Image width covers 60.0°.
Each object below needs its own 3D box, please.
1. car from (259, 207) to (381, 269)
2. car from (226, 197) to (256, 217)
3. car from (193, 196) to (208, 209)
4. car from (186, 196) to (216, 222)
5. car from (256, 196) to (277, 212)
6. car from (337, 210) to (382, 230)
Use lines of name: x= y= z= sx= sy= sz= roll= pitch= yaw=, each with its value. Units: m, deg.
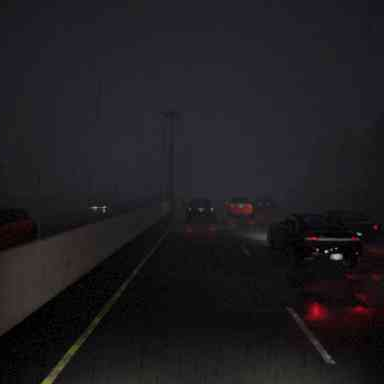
car: x=3.840 y=1.469 z=11.119 sx=2.128 sy=1.511 sz=4.902 roll=0 pitch=0 yaw=1
car: x=4.302 y=1.270 z=30.796 sx=2.097 sy=1.767 sz=4.553 roll=0 pitch=0 yaw=1
car: x=1.131 y=1.367 z=44.622 sx=1.837 sy=1.490 sz=4.892 roll=0 pitch=0 yaw=1
car: x=0.675 y=1.275 z=25.377 sx=2.097 sy=1.767 sz=4.553 roll=0 pitch=0 yaw=1
car: x=7.941 y=1.265 z=36.579 sx=2.097 sy=1.767 sz=4.553 roll=0 pitch=0 yaw=1
car: x=7.470 y=1.574 z=16.897 sx=1.895 sy=1.301 sz=4.718 roll=0 pitch=0 yaw=1
